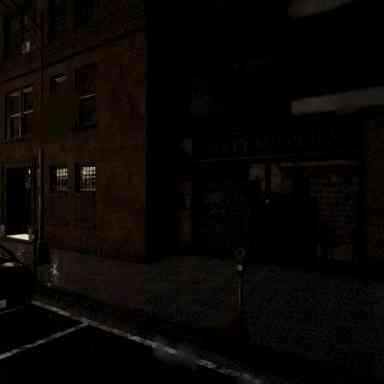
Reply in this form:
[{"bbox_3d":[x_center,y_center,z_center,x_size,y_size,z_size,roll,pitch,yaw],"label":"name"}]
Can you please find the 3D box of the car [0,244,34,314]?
[{"bbox_3d":[-4.827,1.551,6.510,4.403,1.369,2.008,0,0,35],"label":"car"}]
